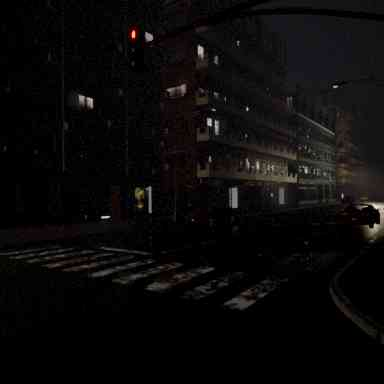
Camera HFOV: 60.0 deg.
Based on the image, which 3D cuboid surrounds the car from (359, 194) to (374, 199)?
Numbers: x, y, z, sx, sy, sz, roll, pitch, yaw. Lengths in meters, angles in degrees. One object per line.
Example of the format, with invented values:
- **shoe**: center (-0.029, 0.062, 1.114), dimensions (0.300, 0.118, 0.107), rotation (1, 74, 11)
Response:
- **car**: center (37.017, 1.293, 71.147), dimensions (1.802, 1.307, 4.206), rotation (-1, 0, 36)

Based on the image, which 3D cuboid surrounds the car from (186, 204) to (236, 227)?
- **car**: center (1.378, 1.515, 22.666), dimensions (1.887, 1.381, 4.507), rotation (-1, 0, 36)

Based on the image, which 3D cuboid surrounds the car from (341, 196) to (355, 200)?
- **car**: center (26.949, 1.347, 57.390), dimensions (1.947, 1.339, 4.313), rotation (-1, 0, 36)

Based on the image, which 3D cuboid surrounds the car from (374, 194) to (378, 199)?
- **car**: center (43.729, 1.231, 80.318), dimensions (1.947, 1.339, 4.313), rotation (-1, 0, 36)

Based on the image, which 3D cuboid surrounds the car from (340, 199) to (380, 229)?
- **car**: center (10.307, 1.372, 20.285), dimensions (1.887, 1.381, 4.507), rotation (-1, 0, 36)
